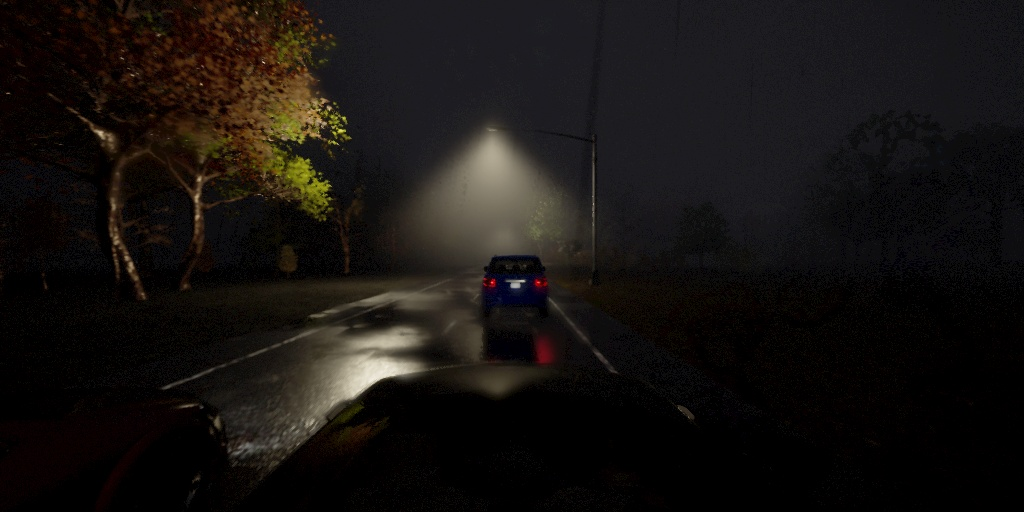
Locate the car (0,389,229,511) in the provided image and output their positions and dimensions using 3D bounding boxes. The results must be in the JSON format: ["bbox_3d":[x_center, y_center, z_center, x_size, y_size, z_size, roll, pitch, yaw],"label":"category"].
[{"bbox_3d":[-3.401,1.314,1.300,1.994,1.385,4.181,0,0,0],"label":"car"}]

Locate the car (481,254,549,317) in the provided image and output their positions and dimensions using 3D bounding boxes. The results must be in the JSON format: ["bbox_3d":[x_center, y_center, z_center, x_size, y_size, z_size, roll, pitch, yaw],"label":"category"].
[{"bbox_3d":[0.105,0.967,13.285,2.150,2.045,5.566,0,0,0],"label":"car"}]
